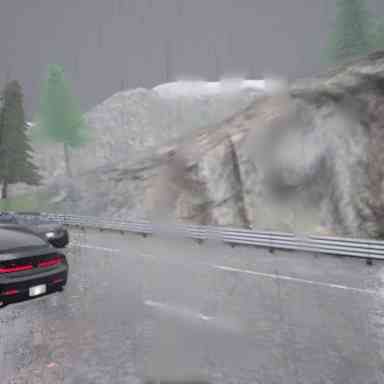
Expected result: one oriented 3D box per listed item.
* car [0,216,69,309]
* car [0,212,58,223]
[{"bbox_3d":[-4.700,1.431,7.202,4.892,1.490,1.837,1,1,34],"label":"car"},{"bbox_3d":[-6.630,1.443,12.680,4.181,1.385,1.994,1,0,33],"label":"car"}]
